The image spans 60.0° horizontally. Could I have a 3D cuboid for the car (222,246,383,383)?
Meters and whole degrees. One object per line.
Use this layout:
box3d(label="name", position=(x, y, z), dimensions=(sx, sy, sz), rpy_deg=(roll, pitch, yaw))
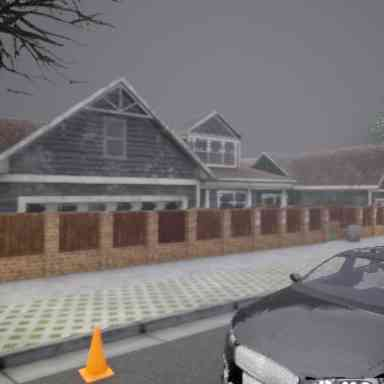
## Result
box3d(label="car", position=(2.601, 1.549, 4.376), dimensions=(4.902, 1.511, 2.128), rpy_deg=(1, 0, -35))

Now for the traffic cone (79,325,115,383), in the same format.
box3d(label="traffic cone", position=(-1.186, 1.968, 4.159), dimensions=(0.340, 0.580, 0.340), rpy_deg=(1, 0, -35))
